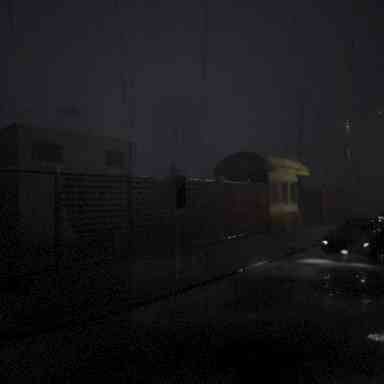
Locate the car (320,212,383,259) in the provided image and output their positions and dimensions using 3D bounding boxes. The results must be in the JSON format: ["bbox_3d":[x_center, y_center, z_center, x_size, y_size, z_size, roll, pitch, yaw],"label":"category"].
[{"bbox_3d":[7.157,1.789,14.012,2.033,1.411,5.357,-2,-2,40],"label":"car"}]
